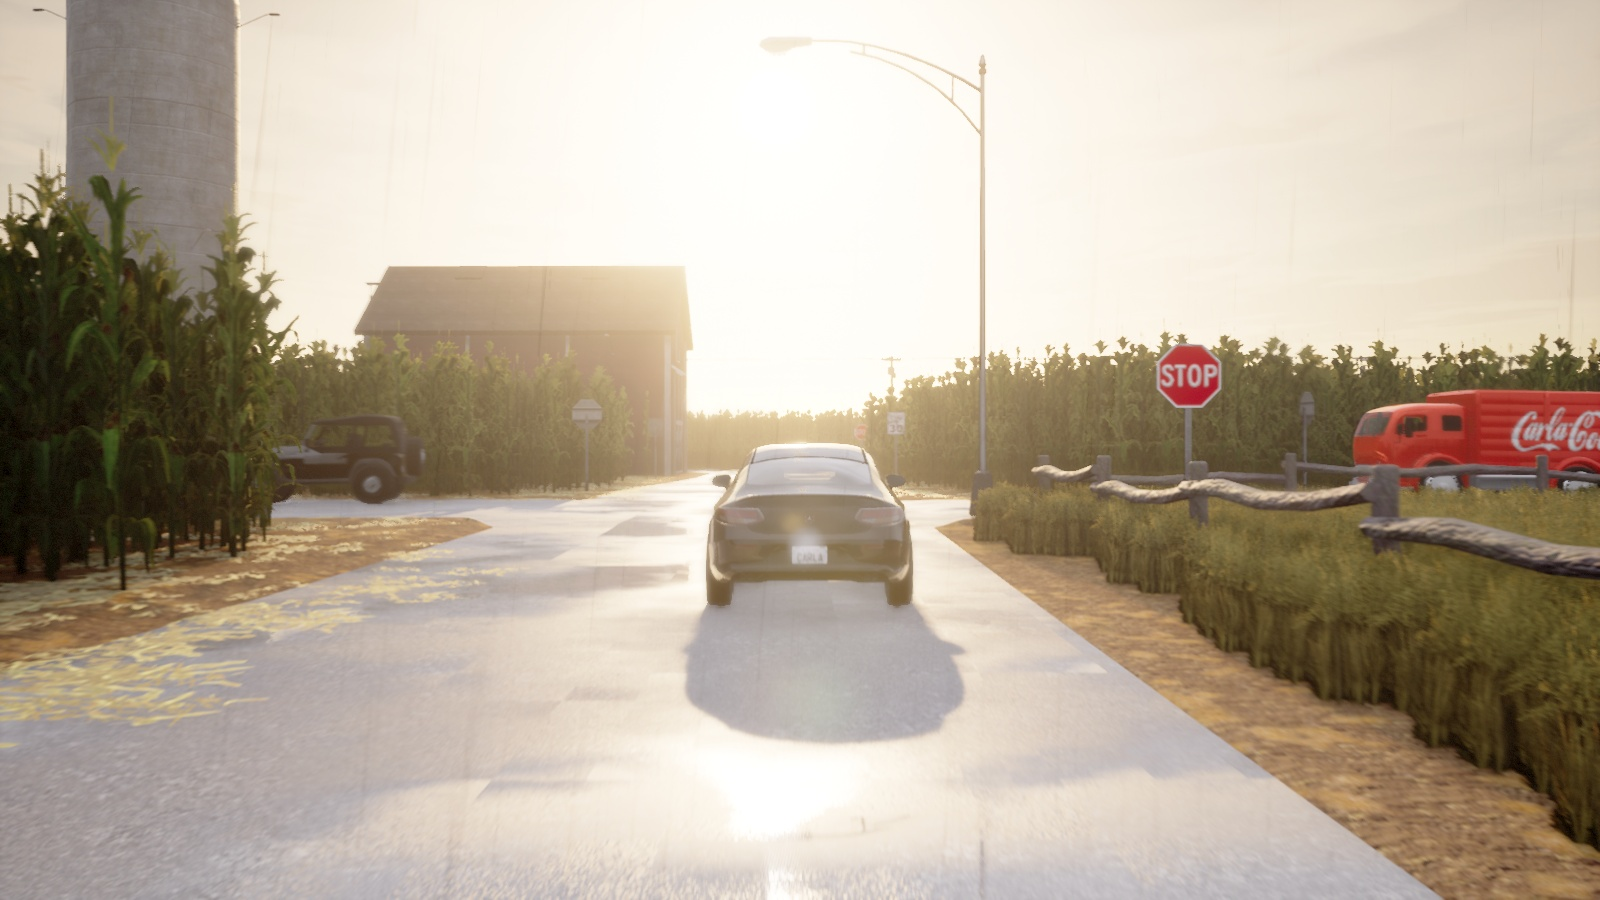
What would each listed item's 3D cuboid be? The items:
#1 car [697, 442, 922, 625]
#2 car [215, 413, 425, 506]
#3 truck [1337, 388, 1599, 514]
[{"bbox_3d":[0.086,0.660,12.464,1.812,1.442,4.674,0,1,0],"label":"car"},{"bbox_3d":[-10.097,0.182,26.684,3.866,1.878,1.905,0,0,-9],"label":"car"},{"bbox_3d":[14.422,0.028,26.306,5.204,2.467,2.627,1,0,0],"label":"truck"}]
